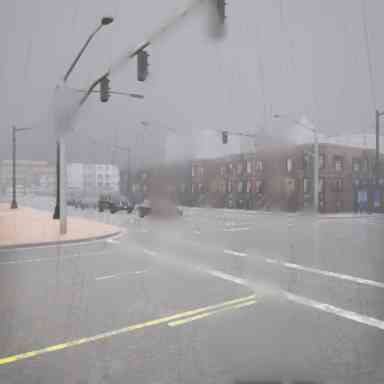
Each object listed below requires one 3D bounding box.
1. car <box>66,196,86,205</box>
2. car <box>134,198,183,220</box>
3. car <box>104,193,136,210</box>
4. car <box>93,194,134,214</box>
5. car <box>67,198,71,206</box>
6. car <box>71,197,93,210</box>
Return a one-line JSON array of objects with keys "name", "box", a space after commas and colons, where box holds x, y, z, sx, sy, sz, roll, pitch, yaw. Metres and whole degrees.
[{"name": "car", "box": [-20.914, 1.547, 59.908, 2.033, 1.411, 5.357, 0, 0, -35]}, {"name": "car", "box": [-2.720, 1.352, 28.259, 2.097, 1.767, 4.553, 0, 0, -35]}, {"name": "car", "box": [-9.600, 1.221, 44.162, 2.150, 2.045, 5.566, 0, 0, -36]}, {"name": "car", "box": [-8.434, 1.221, 36.198, 2.150, 2.045, 5.566, 0, 0, -36]}, {"name": "car", "box": [-20.027, 1.564, 52.421, 1.994, 1.385, 4.181, 0, 0, -35]}, {"name": "car", "box": [-14.225, 1.526, 44.293, 1.812, 1.442, 4.674, 0, 0, -35]}]
